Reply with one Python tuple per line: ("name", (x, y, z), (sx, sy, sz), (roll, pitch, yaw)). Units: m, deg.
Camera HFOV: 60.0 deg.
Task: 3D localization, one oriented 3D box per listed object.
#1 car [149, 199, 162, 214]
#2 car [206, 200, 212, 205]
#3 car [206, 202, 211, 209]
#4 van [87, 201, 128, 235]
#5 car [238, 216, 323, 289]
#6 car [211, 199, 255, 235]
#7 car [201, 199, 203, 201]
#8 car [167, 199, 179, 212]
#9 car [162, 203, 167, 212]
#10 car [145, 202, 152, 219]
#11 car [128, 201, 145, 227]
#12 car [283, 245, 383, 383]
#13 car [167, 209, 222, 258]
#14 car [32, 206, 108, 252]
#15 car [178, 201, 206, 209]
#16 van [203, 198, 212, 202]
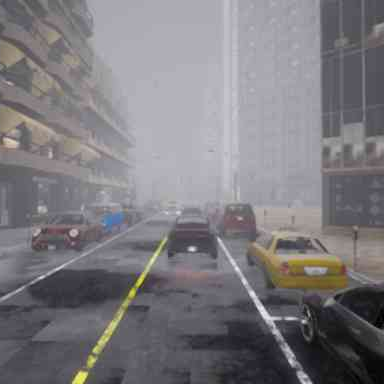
("car", (-5.291, 1.927, 42.272), (1.967, 1.590, 4.097), (0, -1, 0))
("car", (2.586, 1.947, 36.910), (1.752, 1.417, 4.829), (0, -1, 0))
("car", (2.584, 1.936, 31.204), (1.802, 1.307, 4.206), (0, -1, 0))
("van", (-5.299, 1.568, 20.131), (1.690, 1.788, 3.998), (0, -1, 0))
("car", (2.575, 1.629, 9.232), (1.752, 1.417, 4.829), (0, -1, 0))
("car", (2.581, 1.541, 20.136), (2.192, 1.841, 5.009), (0, -1, 0))
("car", (2.591, 2.083, 47.980), (1.752, 1.417, 4.829), (0, -1, 0))
("car", (-2.755, 2.046, 48.824), (1.882, 1.535, 5.008), (0, -1, 1))
("car", (-5.288, 1.871, 47.810), (2.192, 1.841, 5.009), (0, -1, 0))
("car", (-5.296, 1.905, 31.201), (2.008, 1.369, 4.403), (0, -1, 0))
("car", (-5.297, 1.605, 25.667), (2.192, 1.841, 5.009), (0, -1, 0))
("car", (2.572, 1.606, 3.526), (1.947, 1.339, 4.313), (0, -1, 0))
("car", (0.027, 1.658, 13.504), (1.837, 1.490, 4.892), (0, 0, 0))
("car", (-5.302, 1.604, 14.594), (1.967, 1.590, 4.097), (0, -1, 0))
("car", (0.034, 1.830, 28.505), (1.837, 1.490, 4.892), (0, 0, 0))
("van", (2.590, 1.828, 42.276), (1.690, 1.788, 3.998), (0, -1, 0))
